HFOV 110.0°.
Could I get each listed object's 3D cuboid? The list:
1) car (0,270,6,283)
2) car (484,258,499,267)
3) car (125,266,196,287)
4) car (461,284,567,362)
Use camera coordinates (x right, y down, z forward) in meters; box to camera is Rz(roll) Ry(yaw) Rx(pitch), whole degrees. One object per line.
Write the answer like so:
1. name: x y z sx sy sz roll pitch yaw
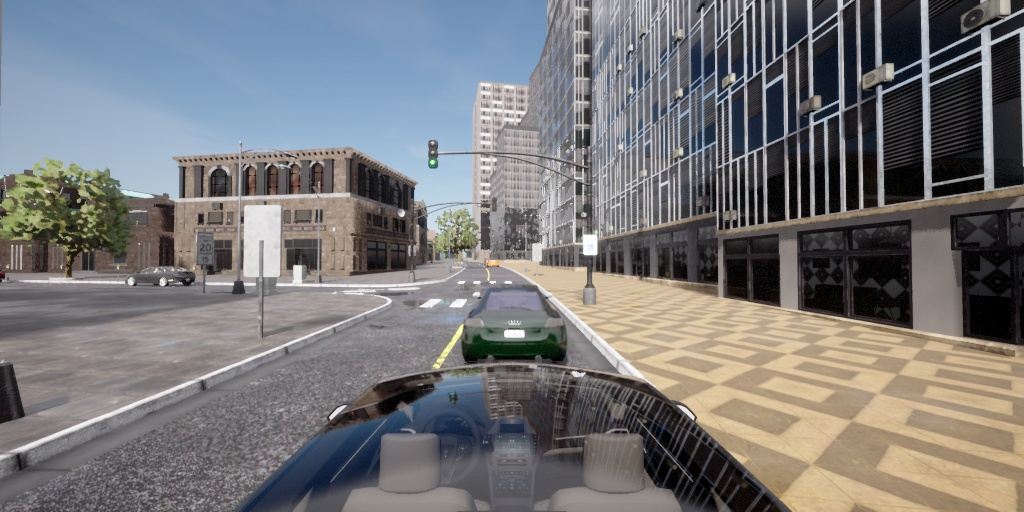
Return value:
1. car: -41.452 1.380 27.459 4.507 1.381 1.888 0 0 9
2. car: -3.557 1.096 64.688 2.097 1.767 4.553 0 0 -7
3. car: -24.213 1.379 24.703 4.403 1.370 2.007 0 0 9
4. car: 0.024 1.315 8.221 1.994 1.385 4.181 0 0 -1
